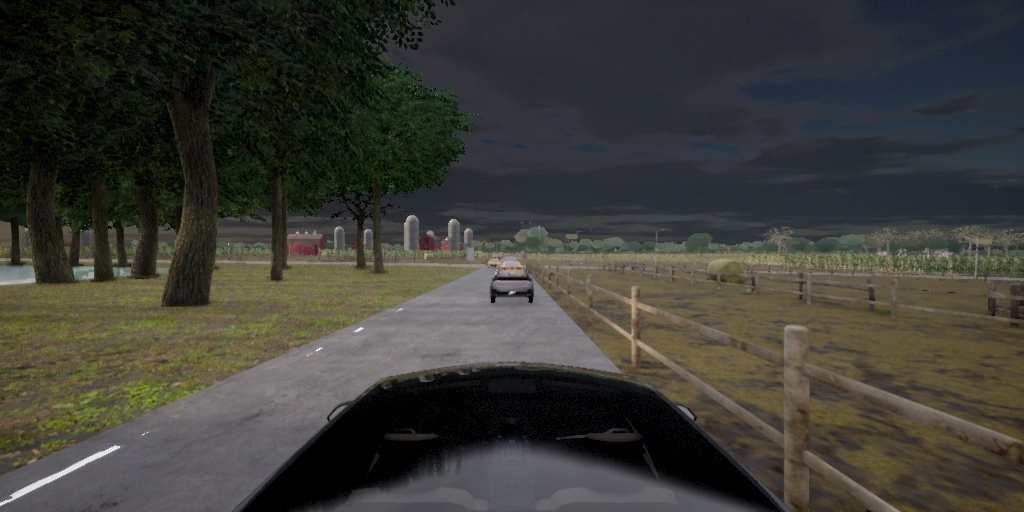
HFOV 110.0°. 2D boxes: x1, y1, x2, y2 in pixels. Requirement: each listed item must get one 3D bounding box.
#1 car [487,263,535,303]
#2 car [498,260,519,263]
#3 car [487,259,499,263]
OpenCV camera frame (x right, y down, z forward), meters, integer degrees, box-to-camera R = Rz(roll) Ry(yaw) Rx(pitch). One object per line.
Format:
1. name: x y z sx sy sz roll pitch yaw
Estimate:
1. car: 0.000 1.237 16.502 2.128 1.511 4.902 0 0 0
2. car: 0.000 1.209 31.504 1.882 1.535 5.008 0 0 0
3. car: -2.750 1.182 55.506 1.882 1.535 5.008 0 0 0
